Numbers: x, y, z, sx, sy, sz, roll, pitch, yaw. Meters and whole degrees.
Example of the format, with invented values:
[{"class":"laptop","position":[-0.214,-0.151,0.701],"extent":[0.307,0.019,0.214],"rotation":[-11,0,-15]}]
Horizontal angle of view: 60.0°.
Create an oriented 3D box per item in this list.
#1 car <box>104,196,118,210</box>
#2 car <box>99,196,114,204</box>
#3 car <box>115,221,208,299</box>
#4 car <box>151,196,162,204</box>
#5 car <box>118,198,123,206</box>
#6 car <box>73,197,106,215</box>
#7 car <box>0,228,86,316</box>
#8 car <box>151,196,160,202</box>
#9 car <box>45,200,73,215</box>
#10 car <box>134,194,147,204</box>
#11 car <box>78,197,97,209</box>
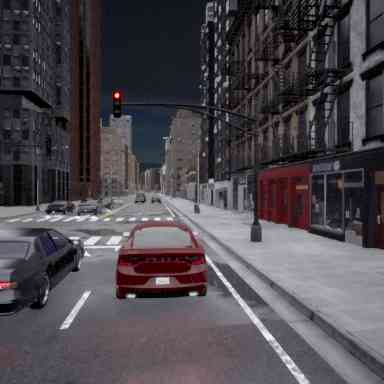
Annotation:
[{"class":"car","position":[-11.393,1.522,43.934],"extent":[1.837,1.490,4.892],"rotation":[0,0,-6]},{"class":"car","position":[-17.102,1.560,66.760],"extent":[2.033,1.411,5.357],"rotation":[0,0,-6]},{"class":"car","position":[-0.788,1.478,8.556],"extent":[1.882,1.535,5.008],"rotation":[0,0,-6]},{"class":"car","position":[-7.014,1.533,65.159],"extent":[1.837,1.490,4.892],"rotation":[0,0,-6]},{"class":"car","position":[-12.709,1.625,55.909],"extent":[1.895,1.301,4.718],"rotation":[0,0,-6]},{"class":"car","position":[-10.243,1.516,33.562],"extent":[1.837,1.490,4.892],"rotation":[0,0,-6]},{"class":"car","position":[-3.895,1.547,7.691],"extent":[2.033,1.411,5.357],"rotation":[0,0,-6]},{"class":"car","position":[-8.259,1.573,75.463],"extent":[2.033,1.411,5.357],"rotation":[0,0,-6]},{"class":"car","position":[-13.647,1.559,34.770],"extent":[2.033,1.411,5.357],"rotation":[0,0,-6]},{"class":"car","position":[-10.371,1.630,65.939],"extent":[1.895,1.301,4.718],"rotation":[0,0,-6]},{"class":"car","position":[-15.141,1.546,48.337],"extent":[1.812,1.442,4.674],"rotation":[0,0,-7]}]
